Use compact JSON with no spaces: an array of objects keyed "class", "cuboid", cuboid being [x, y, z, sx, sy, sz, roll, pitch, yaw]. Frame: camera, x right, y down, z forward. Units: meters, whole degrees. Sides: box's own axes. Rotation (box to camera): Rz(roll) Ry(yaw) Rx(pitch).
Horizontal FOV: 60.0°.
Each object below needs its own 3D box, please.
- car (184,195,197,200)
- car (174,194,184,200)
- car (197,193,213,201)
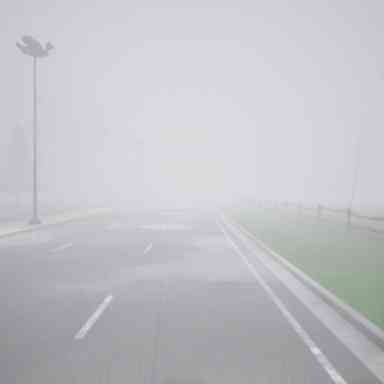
[{"class":"car","cuboid":[0.013,1.528,88.547,2.033,1.411,5.357,0,0,11]},{"class":"car","cuboid":[-3.210,1.352,90.263,2.097,1.767,4.553,0,0,15]},{"class":"car","cuboid":[3.409,1.202,87.640,2.150,2.045,5.566,0,0,11]}]
